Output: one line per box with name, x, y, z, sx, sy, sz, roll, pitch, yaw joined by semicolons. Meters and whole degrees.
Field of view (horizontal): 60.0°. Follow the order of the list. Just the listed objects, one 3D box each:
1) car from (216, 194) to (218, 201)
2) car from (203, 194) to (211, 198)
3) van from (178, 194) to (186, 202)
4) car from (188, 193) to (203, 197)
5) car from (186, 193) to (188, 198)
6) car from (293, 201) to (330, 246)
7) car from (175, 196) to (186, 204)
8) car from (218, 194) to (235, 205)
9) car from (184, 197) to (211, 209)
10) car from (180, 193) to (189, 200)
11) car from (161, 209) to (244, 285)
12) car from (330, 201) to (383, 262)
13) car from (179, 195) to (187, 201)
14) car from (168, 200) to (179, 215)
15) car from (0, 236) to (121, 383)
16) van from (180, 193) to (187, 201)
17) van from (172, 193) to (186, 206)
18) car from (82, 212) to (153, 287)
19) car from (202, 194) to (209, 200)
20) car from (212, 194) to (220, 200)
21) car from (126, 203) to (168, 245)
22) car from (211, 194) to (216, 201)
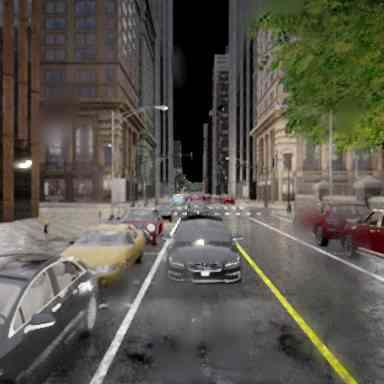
car;6.360;1.258;63.622;2.192;1.841;5.009;0;0;0
car;3.671;1.416;83.346;1.882;1.535;5.008;0;0;0
van;-2.125;1.282;74.528;1.690;1.788;3.998;0;0;0
car;0.630;1.167;72.650;2.150;2.045;5.566;0;0;0
car;-2.186;1.383;58.204;1.967;1.590;4.097;0;0;0
car;6.177;1.304;15.037;2.192;1.841;5.009;0;0;0
car;-2.166;1.486;63.645;1.887;1.381;4.507;0;0;0
car;6.339;1.259;58.181;2.192;1.841;5.009;0;0;0
car;0.468;1.472;29.900;1.837;1.490;4.892;0;0;0
car;-2.063;1.256;90.852;2.192;1.841;5.009;0;0;0
car;0.294;1.496;9.705;1.837;1.490;4.892;0;1;0
car;6.156;1.310;9.513;2.192;1.841;5.009;0;0;0
car;-2.104;1.485;79.969;1.887;1.381;4.507;0;0;0
car;-2.307;1.537;26.106;1.947;1.339;4.313;0;0;0
car;-2.392;1.549;4.010;2.008;1.369;4.403;0;0;0
van;-2.084;1.282;85.411;1.690;1.788;3.998;0;0;0
van;-2.206;1.286;52.764;1.690;1.788;3.998;0;0;0
car;-2.371;1.519;9.364;1.752;1.417;4.829;0;0;0
car;3.710;1.345;93.766;1.882;1.535;5.008;0;0;0
car;6.462;1.382;90.825;1.967;1.590;4.097;0;0;0
car;-2.349;1.428;15.059;1.967;1.590;4.097;0;0;0
car;6.421;1.493;79.944;2.008;1.369;4.403;0;0;0
